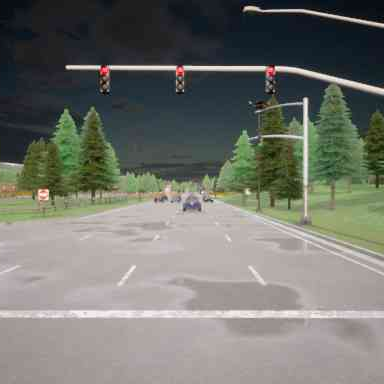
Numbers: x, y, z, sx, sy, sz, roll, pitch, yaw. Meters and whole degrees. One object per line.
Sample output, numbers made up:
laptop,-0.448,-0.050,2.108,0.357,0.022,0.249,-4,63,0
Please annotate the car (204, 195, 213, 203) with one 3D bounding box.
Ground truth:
car,3.514,1.587,70.809,1.895,1.301,4.718,0,0,0

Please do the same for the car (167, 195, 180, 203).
car,-3.486,1.531,70.363,2.033,1.411,5.357,0,0,0

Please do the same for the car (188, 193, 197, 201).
car,0.016,1.187,80.753,2.097,1.767,4.553,0,0,0

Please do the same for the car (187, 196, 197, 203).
car,0.014,1.543,70.746,1.994,1.385,4.181,0,0,0

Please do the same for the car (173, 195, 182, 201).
car,-3.484,1.372,80.783,2.033,1.411,5.357,0,0,0

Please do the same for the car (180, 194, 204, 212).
car,0.008,1.352,39.720,2.097,1.767,4.553,0,0,0

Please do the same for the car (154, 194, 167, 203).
car,-6.986,1.516,70.781,1.812,1.442,4.674,0,0,0

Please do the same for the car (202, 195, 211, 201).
car,3.516,1.372,80.782,2.033,1.411,5.357,0,0,0
